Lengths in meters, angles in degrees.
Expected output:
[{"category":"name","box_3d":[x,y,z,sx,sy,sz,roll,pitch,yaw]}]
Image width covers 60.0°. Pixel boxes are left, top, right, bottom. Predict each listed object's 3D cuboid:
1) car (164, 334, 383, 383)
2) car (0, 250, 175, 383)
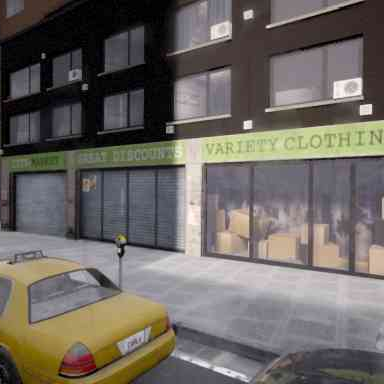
[{"category":"car","box_3d":[2.239,1.551,1.527,4.403,1.369,2.008,0,1,35]},{"category":"car","box_3d":[-2.499,1.524,4.796,4.829,1.417,1.752,0,1,35]}]
